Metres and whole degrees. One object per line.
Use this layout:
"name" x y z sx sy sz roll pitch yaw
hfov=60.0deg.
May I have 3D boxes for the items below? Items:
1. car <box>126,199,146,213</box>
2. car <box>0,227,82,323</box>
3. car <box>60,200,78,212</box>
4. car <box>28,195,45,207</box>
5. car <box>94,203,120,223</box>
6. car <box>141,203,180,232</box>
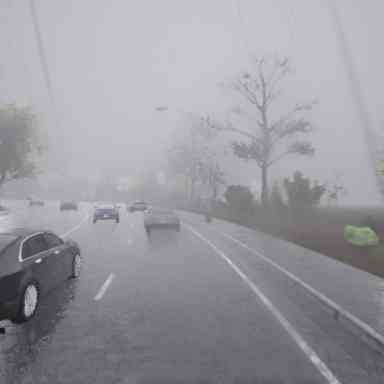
"car" -6.201 1.515 37.252 2.128 1.511 4.902 0 0 -18
"car" -3.798 1.518 7.129 1.837 1.490 4.892 0 0 -3
"car" -14.392 1.635 38.998 1.895 1.301 4.718 0 0 -21
"car" -24.762 1.570 53.232 1.812 1.442 4.674 0 0 -28
"car" -6.611 1.546 25.901 1.812 1.442 4.674 0 0 -13
"car" -1.910 1.573 20.254 1.994 1.385 4.181 0 0 -10
